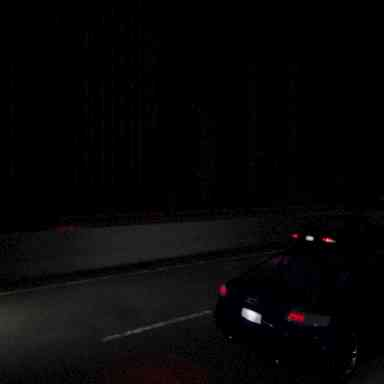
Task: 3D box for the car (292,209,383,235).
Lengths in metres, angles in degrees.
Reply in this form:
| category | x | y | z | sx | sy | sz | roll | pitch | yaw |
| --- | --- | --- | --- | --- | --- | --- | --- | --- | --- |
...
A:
| category | x | y | z | sx | sy | sz | roll | pitch | yaw |
| --- | --- | --- | --- | --- | --- | --- | --- | --- | --- |
| car | 5.860 | 1.546 | 12.228 | 5.357 | 1.411 | 2.033 | 0 | 0 | -35 |

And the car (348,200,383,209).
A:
| category | x | y | z | sx | sy | sz | roll | pitch | yaw |
| --- | --- | --- | --- | --- | --- | --- | --- | --- | --- |
| car | 13.963 | 1.564 | 26.850 | 4.181 | 1.385 | 1.994 | 0 | 0 | -35 |

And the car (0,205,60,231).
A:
| category | x | y | z | sx | sy | sz | roll | pitch | yaw |
| --- | --- | --- | --- | --- | --- | --- | --- | --- | --- |
| car | -9.979 | 1.476 | 18.371 | 5.008 | 1.535 | 1.882 | 0 | 0 | -36 |

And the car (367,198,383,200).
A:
| category | x | y | z | sx | sy | sz | roll | pitch | yaw |
| --- | --- | --- | --- | --- | --- | --- | --- | --- | --- |
| car | 18.674 | 1.482 | 34.504 | 5.008 | 1.535 | 1.882 | 0 | 0 | -35 |

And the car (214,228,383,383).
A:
| category | x | y | z | sx | sy | sz | roll | pitch | yaw |
| --- | --- | --- | --- | --- | --- | --- | --- | --- | --- |
| car | 2.397 | 1.563 | 5.457 | 4.181 | 1.385 | 1.994 | 0 | 0 | -36 |
